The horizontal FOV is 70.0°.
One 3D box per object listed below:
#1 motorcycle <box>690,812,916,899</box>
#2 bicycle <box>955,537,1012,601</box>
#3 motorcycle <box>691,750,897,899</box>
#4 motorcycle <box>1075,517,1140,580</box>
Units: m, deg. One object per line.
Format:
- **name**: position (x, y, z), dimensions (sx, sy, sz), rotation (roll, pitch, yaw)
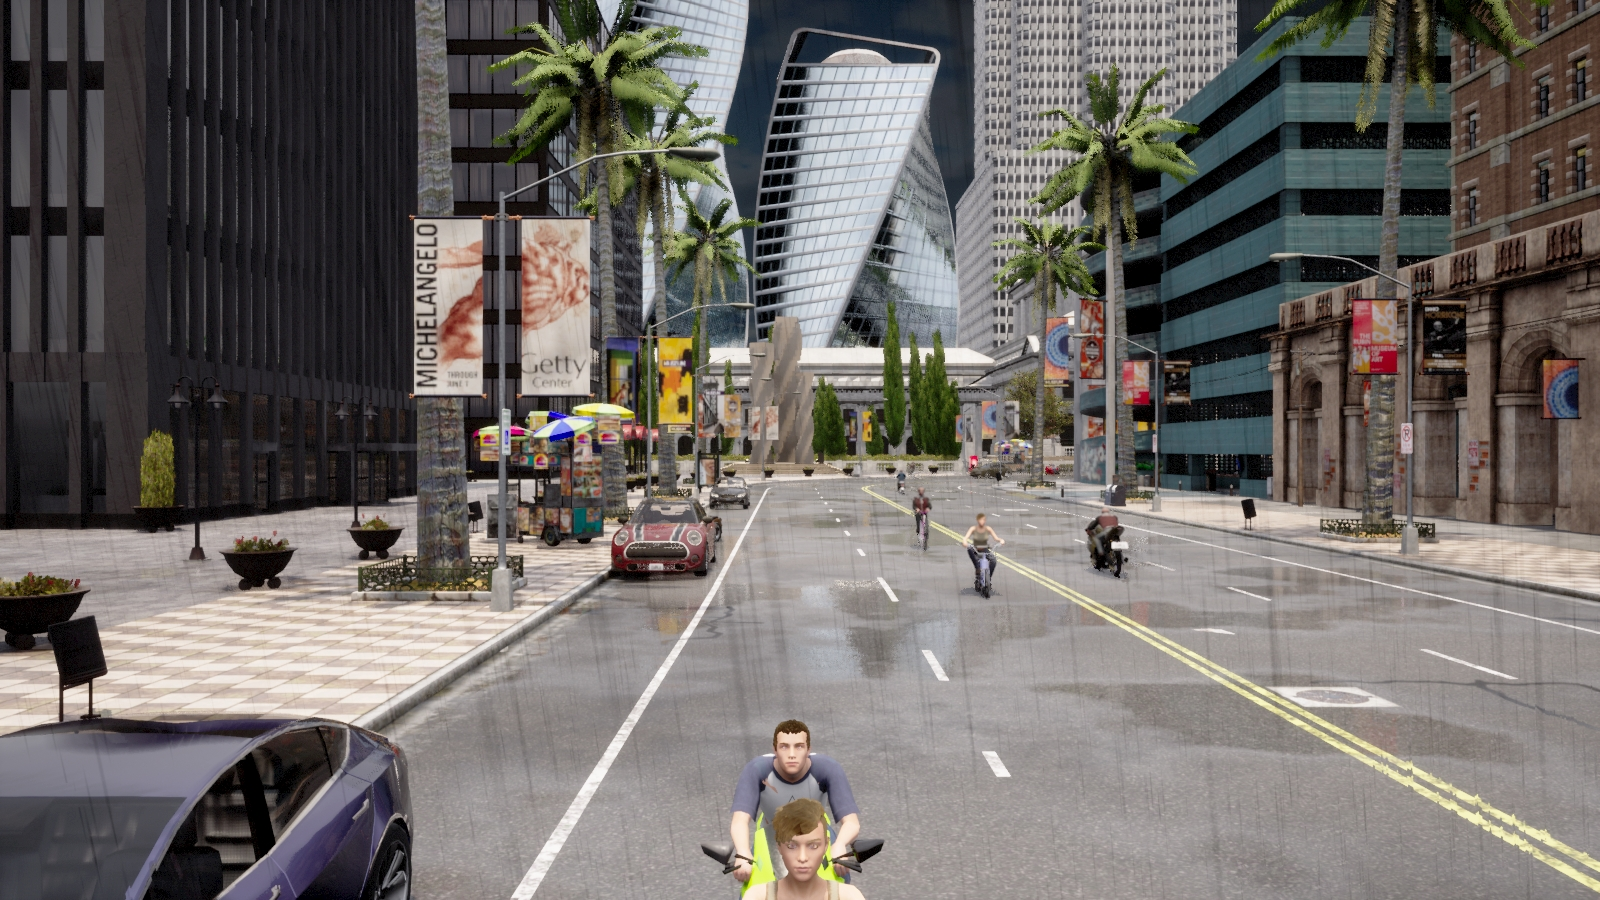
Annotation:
- **motorcycle**: position (0.013, 2.175, 3.553), dimensions (0.764, 1.277, 2.356), rotation (0, 2, 0)
- **bicycle**: position (3.501, 2.265, 21.955), dimensions (0.859, 1.080, 1.487), rotation (0, 0, 0)
- **motorcycle**: position (-0.022, 2.223, 5.439), dimensions (0.803, 1.145, 2.033), rotation (-1, -3, 0)
- **motorcycle**: position (6.978, 2.216, 26.029), dimensions (0.867, 1.251, 2.209), rotation (0, 0, 0)
